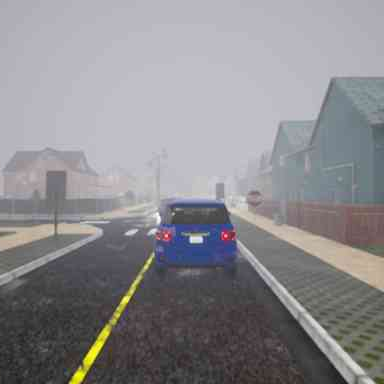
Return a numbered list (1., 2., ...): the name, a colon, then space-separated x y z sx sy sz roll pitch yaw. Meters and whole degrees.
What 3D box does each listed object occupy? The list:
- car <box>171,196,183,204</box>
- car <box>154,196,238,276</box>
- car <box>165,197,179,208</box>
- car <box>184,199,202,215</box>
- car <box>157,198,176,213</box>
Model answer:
1. car: -2.775 1.515 62.002 2.033 1.411 5.357 0 0 1
2. car: 0.100 1.213 10.475 2.150 2.045 5.566 0 0 0
3. car: -2.840 1.498 47.846 1.812 1.442 4.674 0 0 0
4. car: 0.098 1.503 34.592 1.812 1.442 4.674 0 0 0
5. car: -2.843 1.481 37.852 1.837 1.490 4.892 0 0 0
